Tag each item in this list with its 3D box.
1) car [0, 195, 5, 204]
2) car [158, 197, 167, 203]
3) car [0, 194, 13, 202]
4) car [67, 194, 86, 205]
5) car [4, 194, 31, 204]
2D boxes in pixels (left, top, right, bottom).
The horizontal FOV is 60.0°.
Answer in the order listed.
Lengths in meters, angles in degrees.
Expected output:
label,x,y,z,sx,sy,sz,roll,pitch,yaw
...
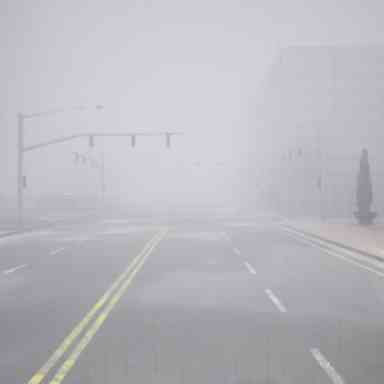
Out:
label,x,y,z,sx,sy,sz,roll,pitch,yaw
car,-35.435,1.595,62.085,1.784,1.438,3.905,0,0,0
car,-7.011,1.850,79.464,1.994,1.385,4.181,0,0,0
car,-43.618,1.440,77.124,1.932,1.855,4.605,0,0,0
car,-26.720,1.683,77.156,1.970,1.475,3.806,0,0,0
car,-32.540,1.627,62.074,1.970,1.475,3.806,0,0,0
